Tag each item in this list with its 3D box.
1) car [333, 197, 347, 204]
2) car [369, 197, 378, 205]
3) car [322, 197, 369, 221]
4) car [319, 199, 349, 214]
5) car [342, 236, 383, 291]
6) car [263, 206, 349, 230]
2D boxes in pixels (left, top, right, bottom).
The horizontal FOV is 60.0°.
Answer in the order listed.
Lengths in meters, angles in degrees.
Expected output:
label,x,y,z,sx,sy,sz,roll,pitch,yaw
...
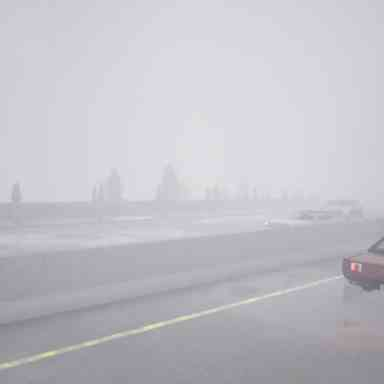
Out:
label,x,y,z,sx,sy,sz,roll,pitch,yaw
car,33.148,1.796,74.458,1.837,1.490,4.892,0,0,13
car,34.250,1.758,64.068,2.033,1.411,5.357,0,0,18
car,12.772,1.377,27.946,2.097,1.767,4.553,0,0,44
car,15.577,1.558,36.364,1.837,1.490,4.892,0,0,38
car,5.613,1.601,7.768,4.718,1.301,1.895,0,0,-36
car,5.736,1.603,16.906,4.718,1.301,1.895,0,0,-38
